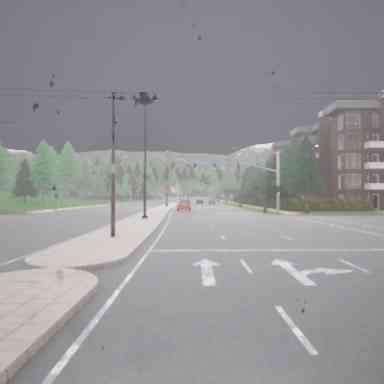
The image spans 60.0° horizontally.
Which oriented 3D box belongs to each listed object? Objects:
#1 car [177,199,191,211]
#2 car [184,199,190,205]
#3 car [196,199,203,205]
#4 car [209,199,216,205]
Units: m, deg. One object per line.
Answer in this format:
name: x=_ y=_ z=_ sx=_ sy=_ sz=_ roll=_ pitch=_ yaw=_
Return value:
car: x=-1.237 y=2.041 z=51.888 sx=2.097 sy=1.767 sz=4.553 roll=0 pitch=-1 yaw=-1
car: x=-1.336 y=2.757 z=92.885 sx=1.812 sy=1.442 sz=4.674 roll=0 pitch=-1 yaw=0
car: x=2.164 y=2.715 z=93.225 sx=1.882 sy=1.535 sz=5.008 roll=0 pitch=-1 yaw=0
car: x=5.664 y=2.777 z=93.223 sx=2.033 sy=1.411 sz=5.357 roll=0 pitch=-1 yaw=0
